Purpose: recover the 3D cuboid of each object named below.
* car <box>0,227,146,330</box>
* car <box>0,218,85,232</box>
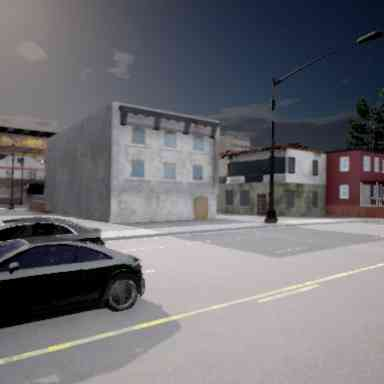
[{"bbox_3d":[-2.971,1.567,6.172,4.181,1.385,1.994,0,0,-36],"label":"car"},{"bbox_3d":[-4.856,1.508,9.127,4.892,1.490,1.837,0,0,-36],"label":"car"}]
